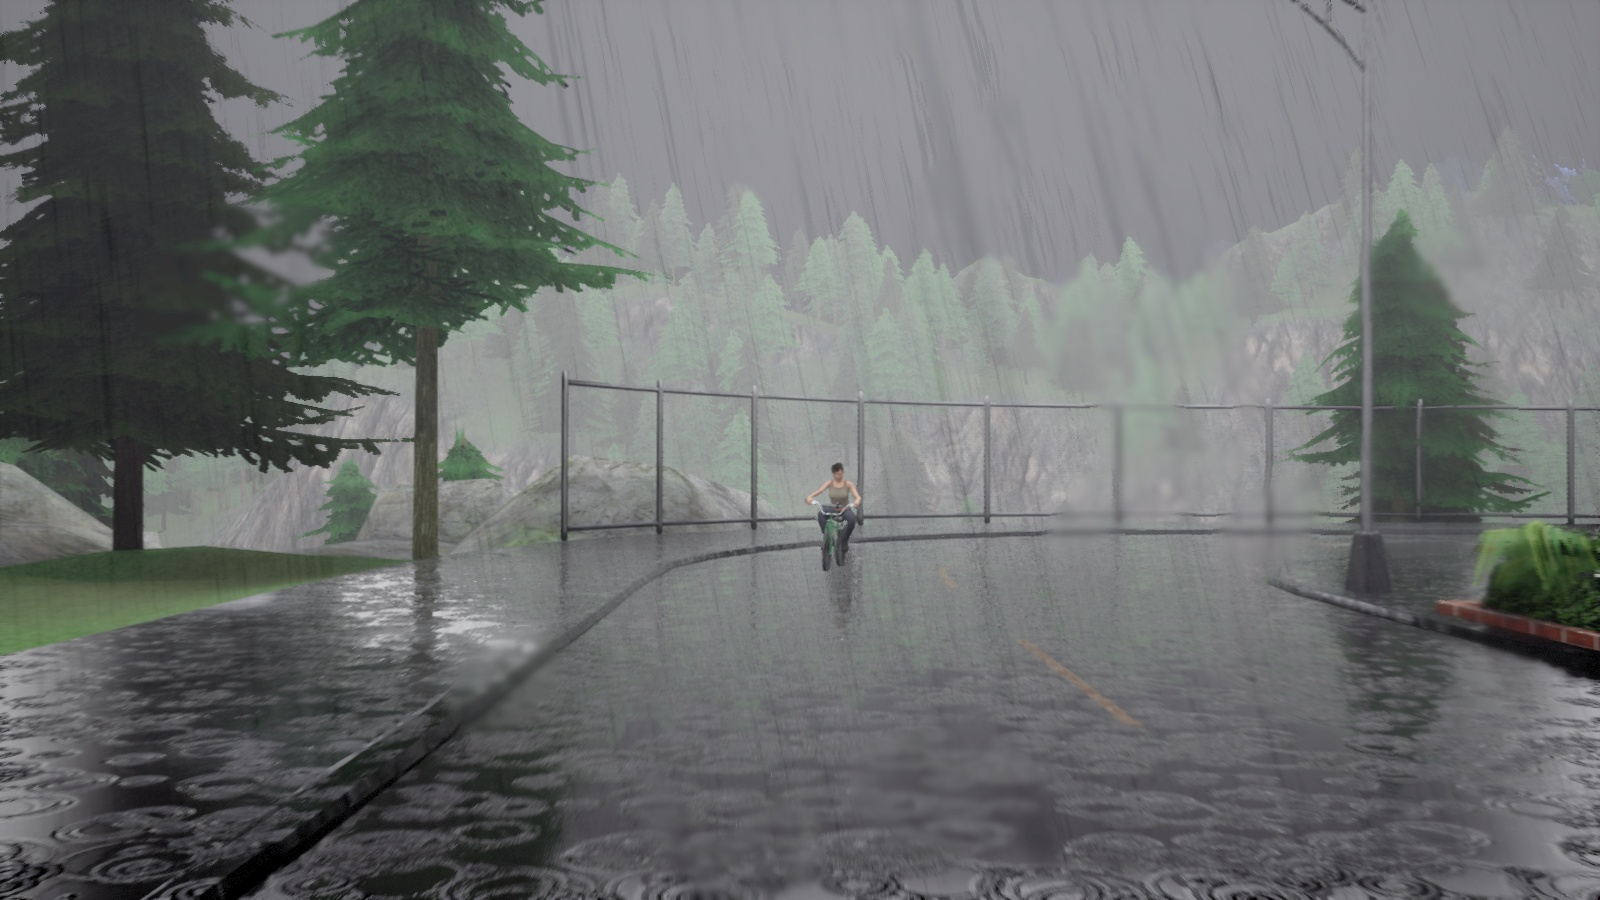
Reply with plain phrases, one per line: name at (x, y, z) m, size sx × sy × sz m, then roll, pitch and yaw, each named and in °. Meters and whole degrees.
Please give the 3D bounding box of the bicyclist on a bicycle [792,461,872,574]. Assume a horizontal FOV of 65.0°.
bicyclist on a bicycle at (0.507, 0.992, 19.037) m, size 0.866 × 1.612 × 1.509 m, roll 2°, pitch 0°, yaw 14°
